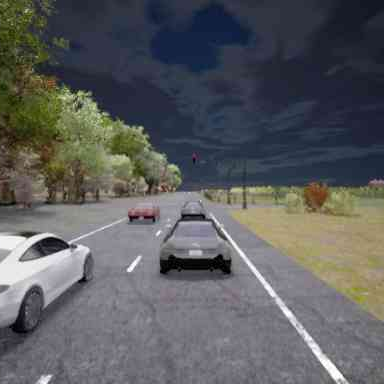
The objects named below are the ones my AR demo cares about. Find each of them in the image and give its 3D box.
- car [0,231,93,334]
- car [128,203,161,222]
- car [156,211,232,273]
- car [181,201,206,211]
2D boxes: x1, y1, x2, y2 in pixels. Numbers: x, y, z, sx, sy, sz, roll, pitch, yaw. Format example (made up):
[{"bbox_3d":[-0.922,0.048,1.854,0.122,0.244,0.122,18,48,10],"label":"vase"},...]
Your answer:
[{"bbox_3d":[-3.411,1.487,6.550,1.812,1.442,4.674,0,0,0],"label":"car"},{"bbox_3d":[-3.398,1.456,24.521,1.895,1.301,4.718,0,0,0],"label":"car"},{"bbox_3d":[0.097,1.503,10.473,1.994,1.385,4.181,0,0,0],"label":"car"},{"bbox_3d":[0.102,1.405,26.723,1.994,1.385,4.181,0,0,0],"label":"car"}]
